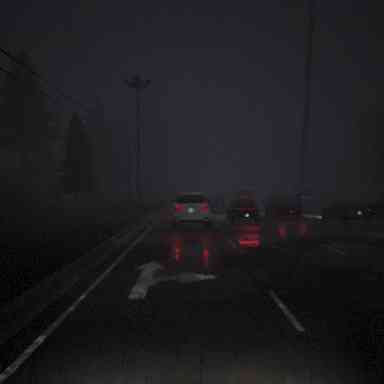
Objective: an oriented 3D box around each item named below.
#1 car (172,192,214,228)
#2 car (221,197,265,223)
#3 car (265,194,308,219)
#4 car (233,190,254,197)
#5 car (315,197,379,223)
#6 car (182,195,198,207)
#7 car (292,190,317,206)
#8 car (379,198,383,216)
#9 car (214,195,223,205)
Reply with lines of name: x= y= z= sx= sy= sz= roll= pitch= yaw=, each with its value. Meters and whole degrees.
car: x=-0.084 y=1.019 z=20.693 sx=2.150 sy=2.045 sz=5.566 roll=0 pitch=1 yaw=-1
car: x=3.393 y=1.244 z=23.010 sx=1.837 sy=1.490 sz=4.892 roll=0 pitch=-1 yaw=-1
car: x=6.869 y=1.170 z=25.501 sx=1.882 sy=1.535 sz=5.008 roll=0 pitch=0 yaw=-1
car: x=6.627 y=0.746 z=42.998 sx=2.150 sy=2.045 sz=5.566 roll=0 pitch=1 yaw=0
car: x=10.399 y=1.253 z=22.728 sx=1.994 sy=1.385 sz=4.181 roll=0 pitch=0 yaw=-1
car: x=-0.303 y=1.141 z=43.185 sx=1.994 sy=1.385 sz=4.181 roll=0 pitch=1 yaw=-1
car: x=13.636 y=0.706 z=41.362 sx=2.150 sy=2.045 sz=5.566 roll=0 pitch=1 yaw=0
car: x=13.893 y=1.143 z=23.529 sx=2.128 sy=1.511 sz=4.902 roll=0 pitch=0 yaw=-1
car: x=3.134 y=1.120 z=40.837 sx=2.033 sy=1.411 sz=5.357 roll=0 pitch=1 yaw=0
